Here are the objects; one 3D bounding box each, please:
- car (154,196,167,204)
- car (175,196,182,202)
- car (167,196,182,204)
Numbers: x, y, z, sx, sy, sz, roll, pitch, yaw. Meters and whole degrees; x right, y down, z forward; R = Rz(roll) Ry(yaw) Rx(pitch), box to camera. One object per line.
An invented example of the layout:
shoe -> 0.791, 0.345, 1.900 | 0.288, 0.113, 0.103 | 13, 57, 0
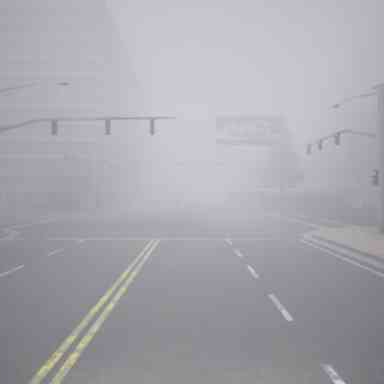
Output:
car -> -6.994, 1.822, 70.630 | 1.882, 1.535, 5.008 | 0, 0, 0
car -> -3.493, 1.906, 86.729 | 1.812, 1.442, 4.674 | 0, 0, 0
car -> -3.494, 1.884, 70.628 | 2.033, 1.411, 5.357 | 0, 0, 0
